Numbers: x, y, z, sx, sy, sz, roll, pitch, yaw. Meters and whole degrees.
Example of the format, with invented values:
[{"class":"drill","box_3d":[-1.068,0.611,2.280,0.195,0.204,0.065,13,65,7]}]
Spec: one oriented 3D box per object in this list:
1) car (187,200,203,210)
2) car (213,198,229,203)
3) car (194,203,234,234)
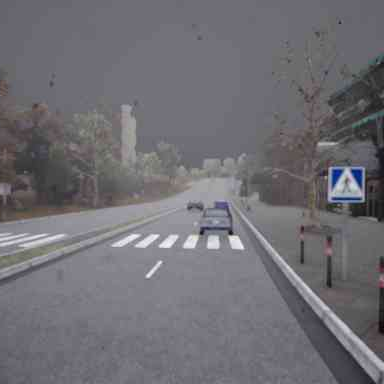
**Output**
[{"class":"car","box_3d":[0.509,1.682,43.442,1.895,1.301,4.718,0,0,6]},{"class":"car","box_3d":[3.838,1.580,44.117,1.882,1.535,5.008,0,0,6]},{"class":"car","box_3d":[1.447,1.589,19.411,2.033,1.411,5.357,0,0,6]}]
